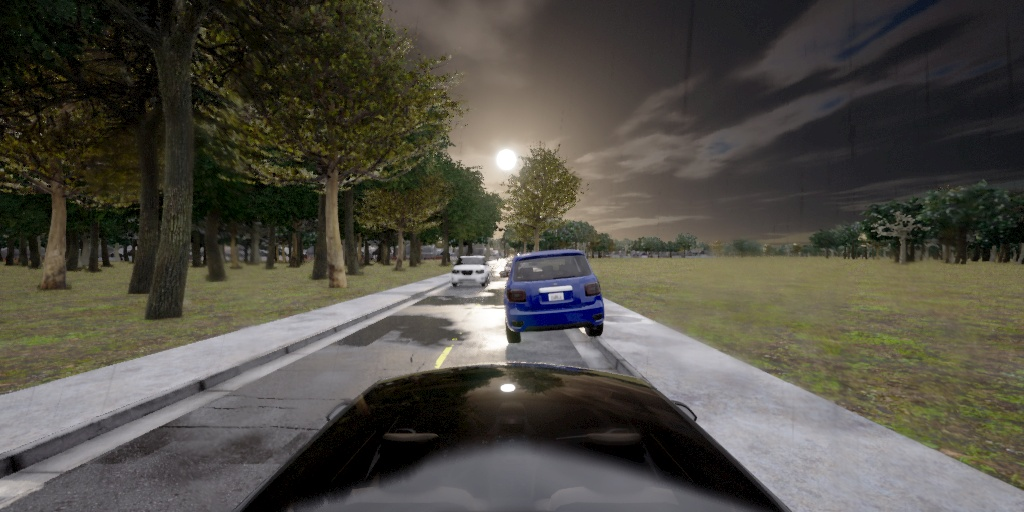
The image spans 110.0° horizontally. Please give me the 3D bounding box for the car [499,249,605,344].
[{"bbox_3d":[0.884,0.897,9.761,2.150,2.045,5.566,-5,0,0],"label":"car"}]

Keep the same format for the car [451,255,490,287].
[{"bbox_3d":[-2.721,0.970,24.497,2.150,2.045,5.566,0,0,0],"label":"car"}]

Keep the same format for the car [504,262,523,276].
[{"bbox_3d":[0.123,1.349,38.255,1.895,1.301,4.718,0,0,0],"label":"car"}]
